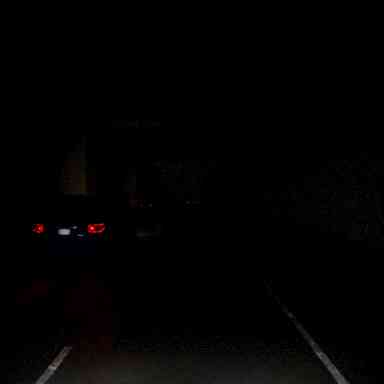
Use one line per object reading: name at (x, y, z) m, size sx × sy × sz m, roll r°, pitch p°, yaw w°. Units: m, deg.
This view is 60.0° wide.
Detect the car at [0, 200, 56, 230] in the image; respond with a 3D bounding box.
car at (-10.603, 1.352, 21.186) m, size 1.837 × 1.490 × 4.892 m, roll 0°, pitch 0°, yaw 0°

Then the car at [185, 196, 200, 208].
car at (0.094, 1.250, 41.331) m, size 2.033 × 1.411 × 5.357 m, roll 0°, pitch 0°, yaw 0°

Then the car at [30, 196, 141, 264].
car at (-3.402, 1.137, 11.559) m, size 2.150 × 2.045 × 5.566 m, roll 0°, pitch 0°, yaw 0°

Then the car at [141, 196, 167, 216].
car at (-3.405, 1.136, 29.887) m, size 2.097 × 1.767 × 4.553 m, roll 0°, pitch 0°, yaw 0°
